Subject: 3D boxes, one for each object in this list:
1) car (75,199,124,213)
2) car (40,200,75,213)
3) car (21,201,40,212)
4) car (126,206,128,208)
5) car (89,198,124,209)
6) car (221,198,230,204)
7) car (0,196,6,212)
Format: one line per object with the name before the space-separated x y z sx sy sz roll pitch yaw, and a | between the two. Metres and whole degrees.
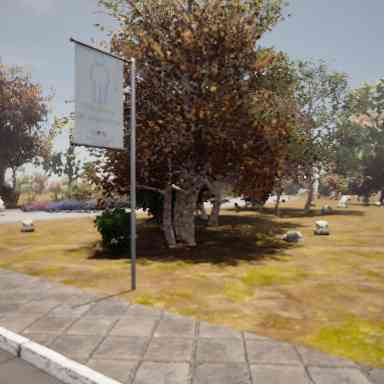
car | -10.821 1.637 39.638 2.128 1.511 4.902 0 0 38
car | -15.259 1.696 39.995 1.812 1.442 4.674 0 0 38
car | -18.821 1.755 41.126 1.994 1.385 4.181 0 0 39
car | -9.066 1.735 47.942 1.895 1.301 4.718 0 0 37
car | -12.574 1.663 49.121 1.837 1.490 4.892 0 0 37
car | 5.399 1.594 61.927 1.895 1.301 4.718 0 0 33
car | -21.268 1.405 32.428 2.150 2.045 5.566 0 0 39
